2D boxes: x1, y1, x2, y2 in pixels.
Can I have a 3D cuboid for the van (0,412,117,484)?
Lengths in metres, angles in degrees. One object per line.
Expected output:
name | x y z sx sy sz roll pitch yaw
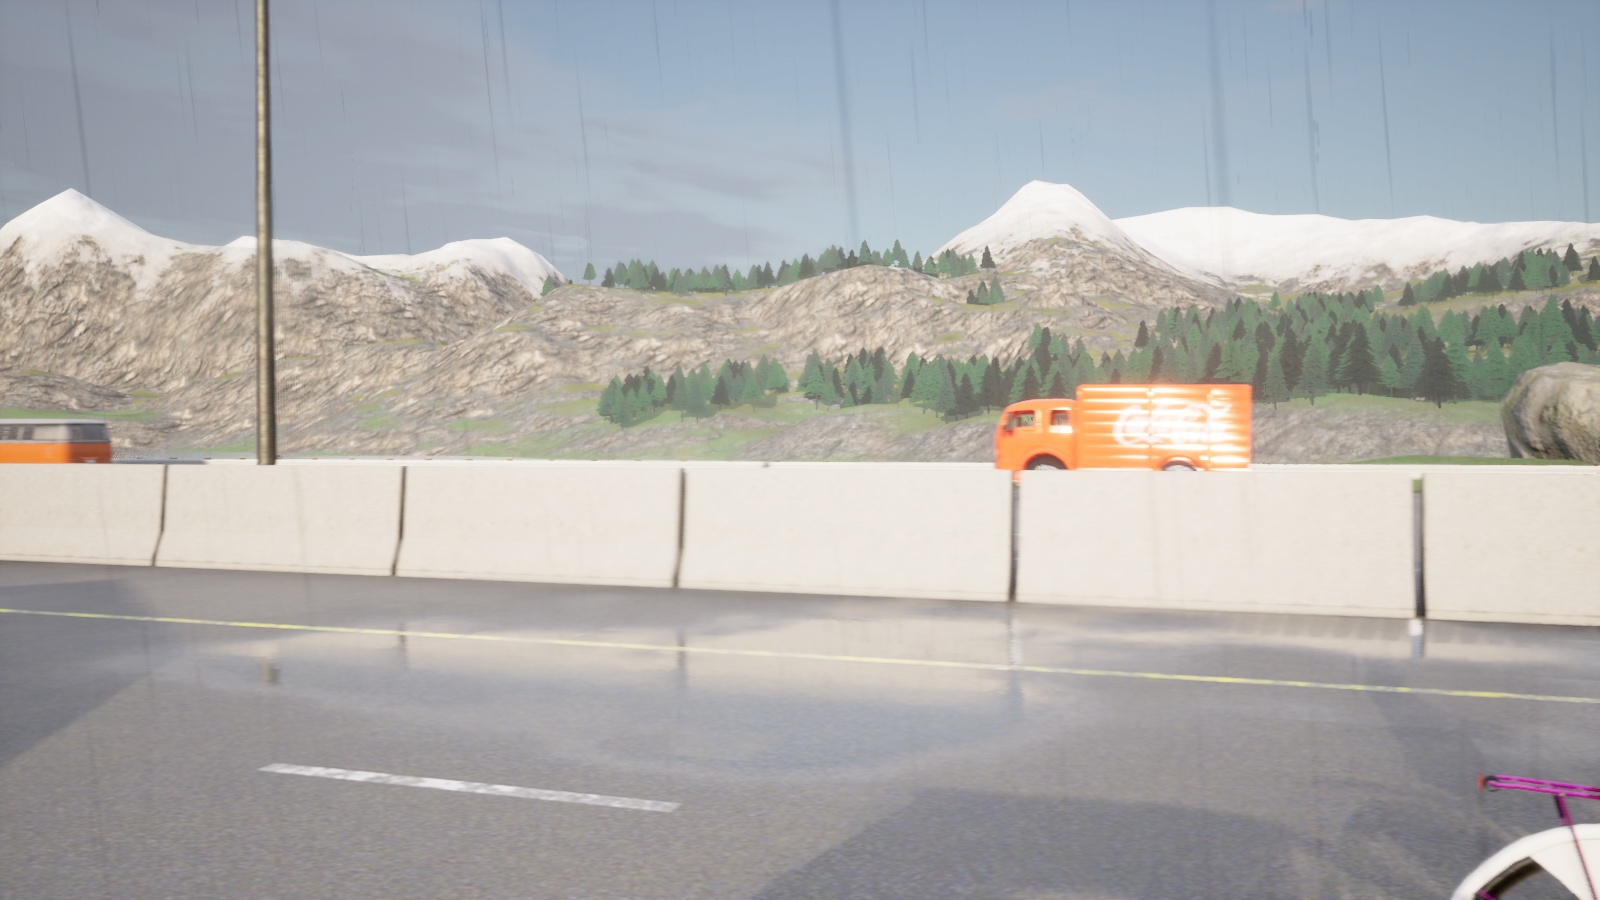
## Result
van | -22.357 -0.090 36.562 4.442 1.987 1.775 1 1 19

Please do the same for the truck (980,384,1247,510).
truck | 6.602 -0.059 26.633 5.204 2.467 2.627 1 -1 15

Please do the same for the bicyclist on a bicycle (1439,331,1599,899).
bicyclist on a bicycle | 2.309 0.667 2.415 1.843 1.776 0.659 0 1 19
